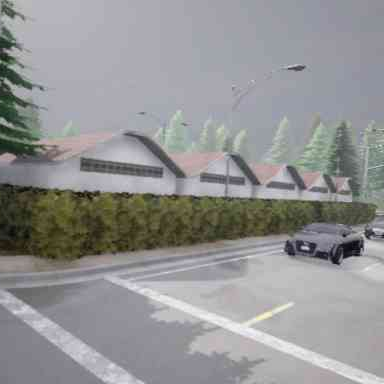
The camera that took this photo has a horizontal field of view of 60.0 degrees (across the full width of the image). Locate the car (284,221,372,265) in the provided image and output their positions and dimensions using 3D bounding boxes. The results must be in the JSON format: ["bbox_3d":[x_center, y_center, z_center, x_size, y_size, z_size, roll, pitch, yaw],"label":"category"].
[{"bbox_3d":[5.503,1.946,13.604,1.994,1.385,4.181,4,1,43],"label":"car"}]

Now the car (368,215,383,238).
[{"bbox_3d":[12.568,2.258,21.216,2.128,1.511,4.902,4,1,43],"label":"car"}]
